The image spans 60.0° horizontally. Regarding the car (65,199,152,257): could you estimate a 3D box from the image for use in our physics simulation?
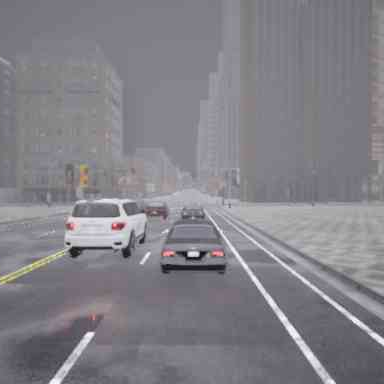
[{"bbox_3d":[-3.169,1.270,13.303,2.150,2.045,5.566,0,0,0],"label":"car"}]

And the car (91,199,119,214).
[{"bbox_3d":[-9.778,1.635,37.738,1.882,1.535,5.008,0,-1,0],"label":"car"}]

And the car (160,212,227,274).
[{"bbox_3d":[0.057,1.584,10.694,2.033,1.411,5.357,0,0,1],"label":"car"}]

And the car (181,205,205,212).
[{"bbox_3d":[0.100,1.713,27.971,1.895,1.301,4.718,0,0,1],"label":"car"}]

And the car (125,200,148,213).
[{"bbox_3d":[-6.519,1.675,39.690,1.837,1.490,4.892,0,-1,0],"label":"car"}]

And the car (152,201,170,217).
[{"bbox_3d":[-3.133,1.601,30.559,1.882,1.535,5.008,0,0,0],"label":"car"}]
